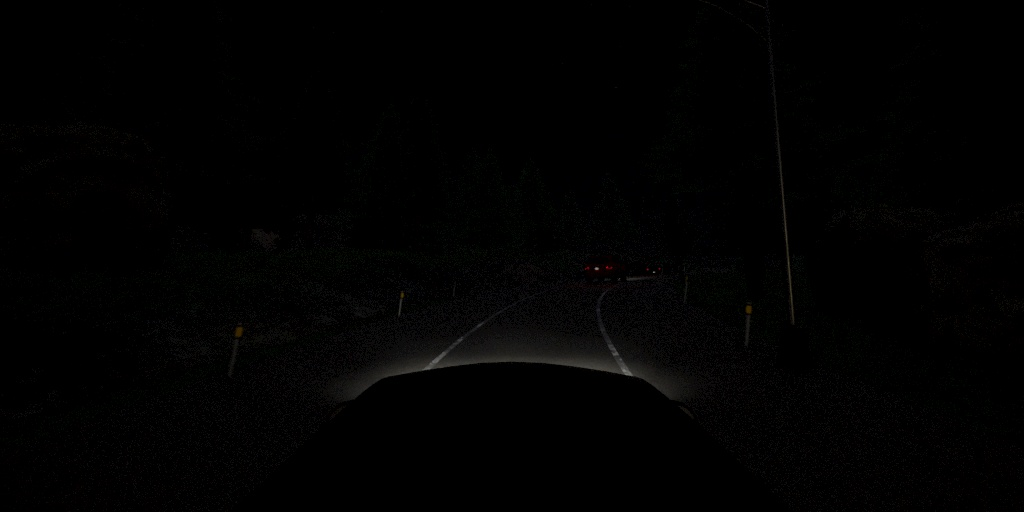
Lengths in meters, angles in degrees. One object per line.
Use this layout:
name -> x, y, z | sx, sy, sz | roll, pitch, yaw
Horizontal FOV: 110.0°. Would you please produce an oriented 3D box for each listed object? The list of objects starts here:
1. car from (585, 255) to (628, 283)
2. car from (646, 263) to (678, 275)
car -> 7.356, 0.991, 27.783 | 2.150, 2.045, 5.566 | -3, -2, 29
car -> 16.810, 1.457, 39.968 | 4.718, 1.301, 1.895 | 0, -5, -44
